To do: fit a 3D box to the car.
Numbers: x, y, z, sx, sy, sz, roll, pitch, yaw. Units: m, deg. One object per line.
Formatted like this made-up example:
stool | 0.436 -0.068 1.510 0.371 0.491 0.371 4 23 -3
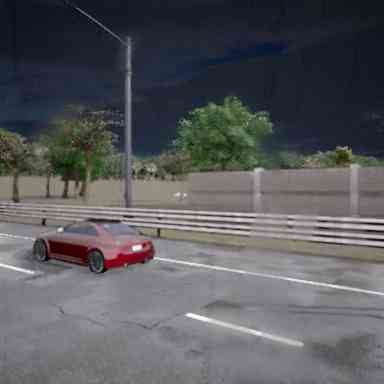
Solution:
car | -3.186 1.543 10.567 4.181 1.385 1.994 0 0 36
